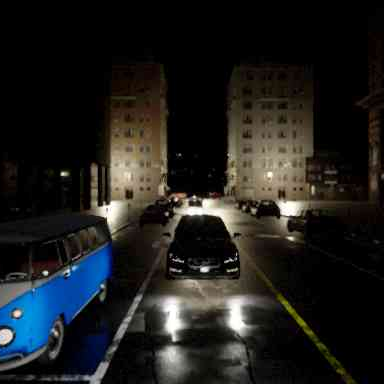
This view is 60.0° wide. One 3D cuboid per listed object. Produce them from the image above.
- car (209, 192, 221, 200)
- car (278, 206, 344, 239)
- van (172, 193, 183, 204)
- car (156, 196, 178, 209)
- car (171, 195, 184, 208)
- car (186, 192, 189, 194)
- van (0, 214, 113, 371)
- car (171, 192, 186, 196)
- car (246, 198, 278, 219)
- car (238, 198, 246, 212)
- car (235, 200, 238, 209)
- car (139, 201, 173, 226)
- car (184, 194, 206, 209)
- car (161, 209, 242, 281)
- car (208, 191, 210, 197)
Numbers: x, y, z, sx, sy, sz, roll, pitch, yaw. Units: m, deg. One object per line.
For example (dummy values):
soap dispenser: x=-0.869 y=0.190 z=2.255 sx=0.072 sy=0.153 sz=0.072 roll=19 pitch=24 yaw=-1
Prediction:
car: x=6.181 y=0.938 z=83.195 sx=2.192 sy=1.841 sz=5.009 roll=0 pitch=0 yaw=0
car: x=6.056 y=1.501 z=16.705 sx=2.008 sy=1.369 sz=4.403 roll=0 pitch=0 yaw=0
van: x=-2.397 y=1.133 z=56.224 sx=1.690 sy=1.788 sz=3.998 roll=0 pitch=0 yaw=0
car: x=-2.449 y=1.347 z=28.024 sx=1.967 sy=1.590 sz=4.097 roll=0 pitch=0 yaw=0
car: x=-2.417 y=1.405 z=44.943 sx=1.947 sy=1.339 sz=4.313 roll=0 pitch=0 yaw=0
car: x=-2.345 y=1.149 z=83.070 sx=1.752 sy=1.417 sz=4.829 roll=0 pitch=0 yaw=0
van: x=-2.491 y=1.327 z=5.463 sx=1.690 sy=1.788 sz=3.998 roll=0 pitch=0 yaw=0
car: x=-2.407 y=1.131 z=50.582 sx=2.192 sy=1.841 sz=5.009 roll=0 pitch=0 yaw=0
car: x=6.077 y=1.348 z=27.983 sx=1.967 sy=1.590 sz=4.097 roll=0 pitch=0 yaw=0
car: x=6.088 y=1.467 z=33.623 sx=1.802 sy=1.307 sz=4.206 roll=0 pitch=0 yaw=0
car: x=6.098 y=1.407 z=39.262 sx=1.887 sy=1.381 sz=4.507 roll=0 pitch=0 yaw=0
car: x=-2.459 y=1.511 z=22.383 sx=1.802 sy=1.307 sz=4.206 roll=0 pitch=0 yaw=0
car: x=0.437 y=1.338 z=43.061 sx=2.128 sy=1.511 sz=4.902 roll=0 pitch=0 yaw=0
car: x=0.277 y=1.476 z=9.898 sx=1.837 sy=1.490 sz=4.892 roll=0 pitch=0 yaw=0
car: x=6.202 y=1.093 z=94.510 sx=1.887 sy=1.381 sz=4.507 roll=0 pitch=0 yaw=0
